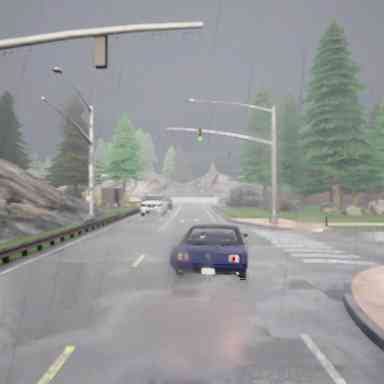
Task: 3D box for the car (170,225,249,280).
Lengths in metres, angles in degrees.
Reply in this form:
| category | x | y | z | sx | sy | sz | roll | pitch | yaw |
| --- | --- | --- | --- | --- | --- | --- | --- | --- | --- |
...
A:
| category | x | y | z | sx | sy | sz | roll | pitch | yaw |
| --- | --- | --- | --- | --- | --- | --- | --- | --- | --- |
| car | 0.744 | 1.629 | 10.033 | 1.895 | 1.301 | 4.718 | 0 | -1 | 9 |

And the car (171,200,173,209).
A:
| category | x | y | z | sx | sy | sz | roll | pitch | yaw |
| --- | --- | --- | --- | --- | --- | --- | --- | --- | --- |
| car | -3.556 | 1.336 | 42.290 | 2.097 | 1.767 | 4.553 | 0 | 0 | 0 |

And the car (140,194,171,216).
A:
| category | x | y | z | sx | sy | sz | roll | pitch | yaw |
| --- | --- | --- | --- | --- | --- | --- | --- | --- | --- |
| car | -3.591 | 1.209 | 32.335 | 2.150 | 2.045 | 5.566 | 0 | 0 | 0 |
